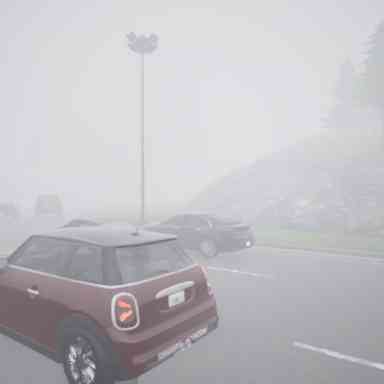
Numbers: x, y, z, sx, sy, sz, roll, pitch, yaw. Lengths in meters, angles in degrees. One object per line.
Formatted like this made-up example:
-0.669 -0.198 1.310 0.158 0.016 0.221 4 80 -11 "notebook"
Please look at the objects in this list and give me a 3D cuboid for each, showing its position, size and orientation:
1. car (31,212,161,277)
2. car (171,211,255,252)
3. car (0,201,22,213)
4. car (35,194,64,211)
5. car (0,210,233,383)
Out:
-3.330 1.531 10.995 4.674 1.442 1.812 0 0 39 "car"
0.005 1.508 12.770 4.892 1.490 1.837 0 0 38 "car"
-16.007 1.523 28.788 1.837 1.490 4.892 -1 0 -21 "car"
-13.239 1.239 31.020 2.150 2.045 5.566 0 0 -19 "car"
-1.893 1.354 5.424 4.553 1.767 2.097 0 0 37 "car"
